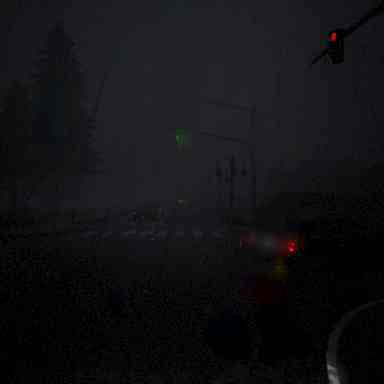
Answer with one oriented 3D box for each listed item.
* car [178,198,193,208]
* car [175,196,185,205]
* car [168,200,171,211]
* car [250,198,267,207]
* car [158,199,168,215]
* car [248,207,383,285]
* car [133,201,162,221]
[{"bbox_3d":[-0.967,2.133,59.425,1.895,1.301,4.718,0,-1,-7],"label":"car"},{"bbox_3d":[-2.260,1.815,69.561,2.097,1.767,4.553,0,-1,-13],"label":"car"},{"bbox_3d":[-4.207,1.784,48.870,2.097,1.767,4.553,0,-1,-1],"label":"car"},{"bbox_3d":[8.833,1.473,34.798,4.605,1.855,1.932,0,-1,-1],"label":"car"},{"bbox_3d":[-4.134,1.843,38.806,1.837,1.490,4.892,0,-1,0],"label":"car"},{"bbox_3d":[3.993,1.434,9.793,4.553,1.767,2.097,0,0,-25],"label":"car"},{"bbox_3d":[-4.059,1.777,29.633,1.812,1.442,4.674,0,-1,0],"label":"car"}]
